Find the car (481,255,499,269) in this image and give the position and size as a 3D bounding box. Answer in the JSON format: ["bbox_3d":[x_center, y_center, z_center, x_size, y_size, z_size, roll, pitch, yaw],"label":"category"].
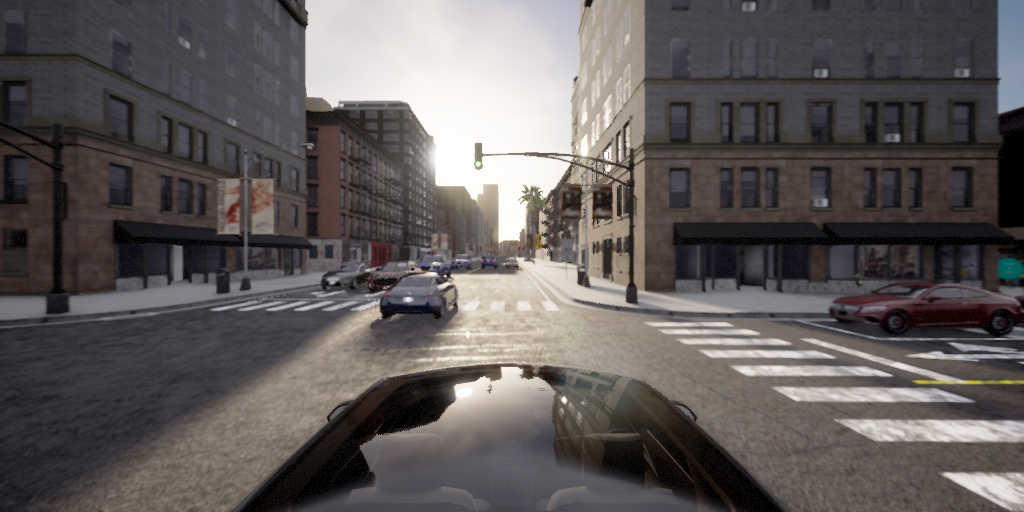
[{"bbox_3d":[-3.239,0.804,51.478,2.150,2.045,5.566,0,0,0],"label":"car"}]

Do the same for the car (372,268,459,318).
[{"bbox_3d":[-3.147,1.284,12.881,1.994,1.385,4.181,0,0,0],"label":"car"}]

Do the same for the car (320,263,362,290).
[{"bbox_3d":[-9.839,1.185,22.049,2.128,1.511,4.902,0,0,0],"label":"car"}]

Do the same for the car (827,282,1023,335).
[{"bbox_3d":[11.298,1.361,9.928,4.207,1.307,1.802,0,0,2],"label":"car"}]

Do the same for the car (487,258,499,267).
[{"bbox_3d":[-3.236,1.104,61.868,1.994,1.385,4.181,0,0,0],"label":"car"}]

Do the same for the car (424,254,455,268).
[{"bbox_3d":[-6.575,0.886,30.220,2.150,2.045,5.566,0,0,1],"label":"car"}]

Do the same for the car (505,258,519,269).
[{"bbox_3d":[0.011,1.181,51.896,1.895,1.301,4.718,0,0,0],"label":"car"}]

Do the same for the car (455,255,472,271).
[{"bbox_3d":[-6.535,0.821,47.270,2.150,2.045,5.566,0,0,1],"label":"car"}]

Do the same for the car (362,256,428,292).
[{"bbox_3d":[-6.554,1.049,20.651,2.097,1.767,4.553,0,0,-1],"label":"car"}]
